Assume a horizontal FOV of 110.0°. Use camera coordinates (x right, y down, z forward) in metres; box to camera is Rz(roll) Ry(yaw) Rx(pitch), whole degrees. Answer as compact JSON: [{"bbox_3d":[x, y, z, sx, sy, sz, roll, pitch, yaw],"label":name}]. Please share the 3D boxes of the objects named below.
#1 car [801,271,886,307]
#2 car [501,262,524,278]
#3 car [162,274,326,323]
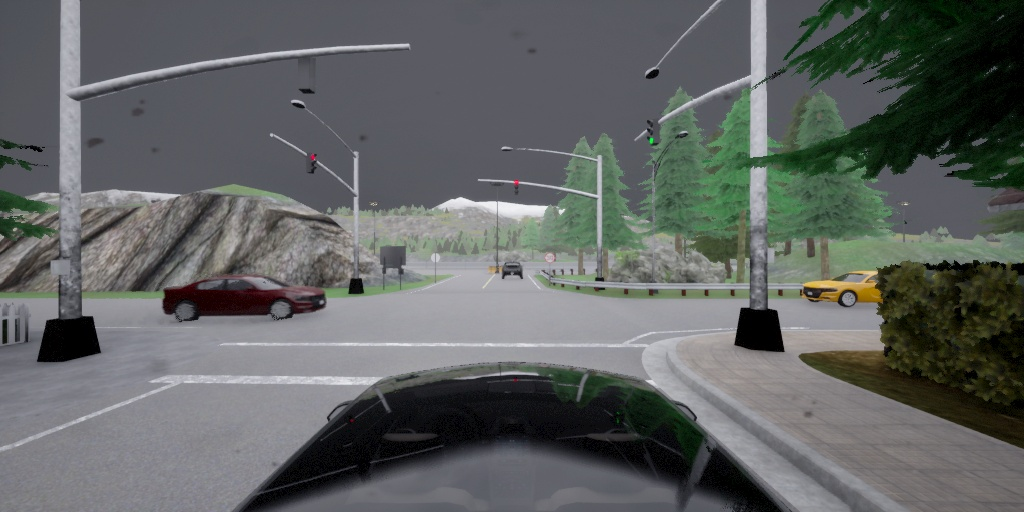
[{"bbox_3d":[15.955,1.419,16.176,5.008,1.535,1.882,0,0,0],"label":"car"},{"bbox_3d":[0.025,1.255,33.603,1.837,1.490,4.892,0,0,0],"label":"car"},{"bbox_3d":[-9.309,1.408,12.724,5.008,1.535,1.882,-1,0,-2],"label":"car"}]
